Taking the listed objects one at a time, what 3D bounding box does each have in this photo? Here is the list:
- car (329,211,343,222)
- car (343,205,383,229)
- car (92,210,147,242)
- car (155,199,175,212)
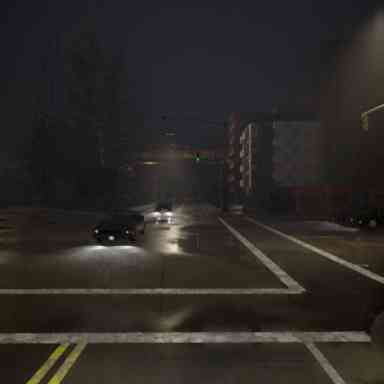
[{"bbox_3d":[13.849,1.778,26.406,5.357,1.411,2.033,1,0,-1],"label":"car"},{"bbox_3d":[13.431,1.718,22.904,4.892,1.490,1.837,0,0,1],"label":"car"},{"bbox_3d":[-3.510,1.635,17.152,2.033,1.411,5.357,0,0,0],"label":"car"},{"bbox_3d":[-3.532,1.786,42.121,1.895,1.301,4.718,0,0,0],"label":"car"}]
